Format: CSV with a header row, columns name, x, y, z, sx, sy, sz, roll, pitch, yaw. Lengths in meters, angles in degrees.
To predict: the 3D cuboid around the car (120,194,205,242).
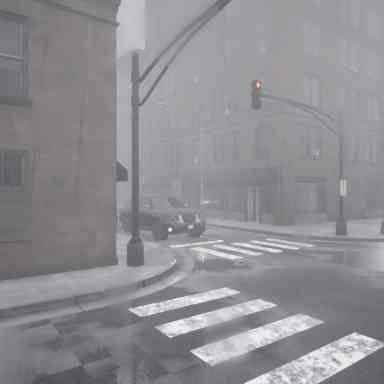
name,x,y,z,sx,sy,sz,roll,pitch,yaw
car,-1.659,1.141,16.589,2.150,2.045,5.566,0,0,-36
